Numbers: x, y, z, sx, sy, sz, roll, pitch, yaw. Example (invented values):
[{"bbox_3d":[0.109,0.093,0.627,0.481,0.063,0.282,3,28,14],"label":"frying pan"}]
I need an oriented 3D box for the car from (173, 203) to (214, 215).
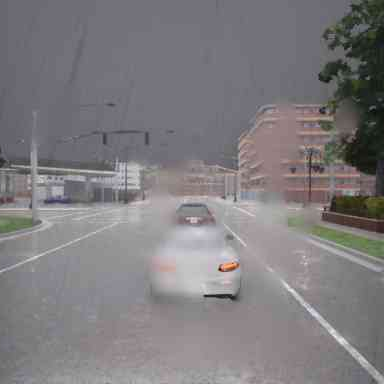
[{"bbox_3d":[0.081,1.352,17.225,2.097,1.767,4.553,0,0,0],"label":"car"}]

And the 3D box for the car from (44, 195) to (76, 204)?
[{"bbox_3d":[-23.380,1.295,57.957,4.611,1.667,2.242,0,0,1],"label":"car"}]

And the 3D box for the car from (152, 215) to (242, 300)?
[{"bbox_3d":[0.095,1.526,8.232,1.812,1.442,4.674,0,0,0],"label":"car"}]
